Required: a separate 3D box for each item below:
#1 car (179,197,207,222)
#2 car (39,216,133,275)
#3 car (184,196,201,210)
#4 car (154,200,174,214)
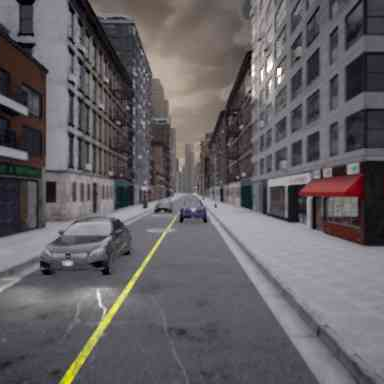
[{"bbox_3d":[0.100,1.378,26.701,2.097,1.767,4.553,0,0,0],"label":"car"},{"bbox_3d":[-3.085,1.535,10.641,1.812,1.442,4.674,0,0,0],"label":"car"},{"bbox_3d":[0.119,1.394,43.597,2.097,1.767,4.553,0,0,0],"label":"car"},{"bbox_3d":[-2.987,1.582,36.423,2.033,1.411,5.357,0,0,0],"label":"car"}]
